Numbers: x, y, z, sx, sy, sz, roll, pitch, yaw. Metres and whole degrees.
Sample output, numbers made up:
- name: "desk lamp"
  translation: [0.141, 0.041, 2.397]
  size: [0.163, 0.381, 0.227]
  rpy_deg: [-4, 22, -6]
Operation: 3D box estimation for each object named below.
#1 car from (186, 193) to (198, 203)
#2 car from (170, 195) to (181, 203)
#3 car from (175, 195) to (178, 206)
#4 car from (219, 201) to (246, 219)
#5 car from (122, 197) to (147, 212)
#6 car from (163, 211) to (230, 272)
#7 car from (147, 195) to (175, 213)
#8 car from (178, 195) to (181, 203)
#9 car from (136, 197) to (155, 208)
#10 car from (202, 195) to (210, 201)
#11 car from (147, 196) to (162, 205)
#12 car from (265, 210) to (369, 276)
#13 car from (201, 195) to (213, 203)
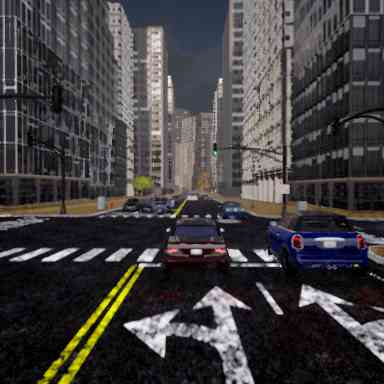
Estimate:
- name: "car"
  translation: [0.005, 1.117, 68.095]
  size: [2.150, 2.045, 5.566]
  rpy_deg: [0, 0, 0]
- name: "car"
  translation: [-3.245, 1.407, 64.908]
  size: [1.837, 1.490, 4.892]
  rpy_deg: [0, 0, 0]
- name: "car"
  translation: [-3.321, 1.464, 44.853]
  size: [1.812, 1.442, 4.674]
  rpy_deg: [0, 0, 0]
- name: "car"
  translation: [3.369, 1.488, 28.373]
  size: [2.033, 1.411, 5.357]
  rpy_deg: [0, -1, 0]
- name: "car"
  translation: [-6.590, 1.455, 37.767]
  size: [1.837, 1.490, 4.892]
  rpy_deg: [0, 0, 0]
- name: "car"
  translation: [0.106, 1.556, 10.703]
  size: [2.033, 1.411, 5.357]
  rpy_deg: [0, -1, 0]
- name: "car"
  translation: [-3.318, 1.305, 35.933]
  size: [2.097, 1.767, 4.553]
  rpy_deg: [0, 0, -1]
- name: "car"
  translation: [-3.246, 1.522, 54.828]
  size: [1.895, 1.301, 4.718]
  rpy_deg: [0, 0, 0]
- name: "car"
  translation: [-6.556, 1.481, 47.647]
  size: [2.033, 1.411, 5.357]
  rpy_deg: [0, 0, 0]
- name: "car"
  translation: [3.256, 1.373, 78.755]
  size: [1.837, 1.490, 4.892]
  rpy_deg: [0, 0, 0]
- name: "car"
  translation: [-6.496, 1.462, 58.317]
  size: [2.033, 1.411, 5.357]
  rpy_deg: [0, 0, 0]
- name: "car"
  translation: [3.631, 1.350, 10.495]
  size: [2.097, 1.767, 4.553]
  rpy_deg: [0, 0, 4]
- name: "car"
  translation: [3.256, 1.492, 68.936]
  size: [1.895, 1.301, 4.718]
  rpy_deg: [0, 0, 0]
